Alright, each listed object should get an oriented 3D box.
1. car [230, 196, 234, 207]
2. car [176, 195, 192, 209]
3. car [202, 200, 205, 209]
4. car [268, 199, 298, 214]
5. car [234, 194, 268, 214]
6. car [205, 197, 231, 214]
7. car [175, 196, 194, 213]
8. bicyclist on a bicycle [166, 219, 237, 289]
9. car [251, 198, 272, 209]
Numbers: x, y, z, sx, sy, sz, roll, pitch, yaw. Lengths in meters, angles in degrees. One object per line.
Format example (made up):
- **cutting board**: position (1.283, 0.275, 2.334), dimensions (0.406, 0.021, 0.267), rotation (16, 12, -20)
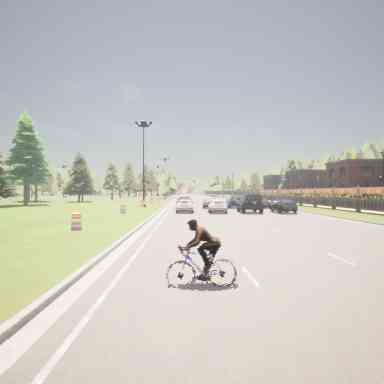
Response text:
- **car**: position (5.929, 1.352, 46.304), dimensions (2.097, 1.767, 4.553), rotation (0, 0, -1)
- **car**: position (-1.071, 1.352, 46.271), dimensions (2.097, 1.767, 4.553), rotation (0, 0, -1)
- **car**: position (2.432, 1.601, 45.794), dimensions (1.895, 1.301, 4.718), rotation (0, 0, -1)
- **car**: position (9.725, 1.491, 35.433), dimensions (2.128, 1.511, 4.902), rotation (0, 0, -1)
- **car**: position (6.211, 1.221, 35.827), dimensions (2.150, 2.045, 5.566), rotation (0, 0, 0)
- **car**: position (2.724, 1.526, 35.685), dimensions (1.812, 1.442, 4.674), rotation (0, 0, -1)
- **car**: position (-0.791, 1.526, 36.260), dimensions (1.812, 1.442, 4.674), rotation (0, 0, -1)
- **bicyclist on a bicycle**: position (0.203, 1.455, 7.737), dimensions (1.656, 1.620, 0.582), rotation (-2, 0, -1)
- **car**: position (9.441, 1.564, 45.422), dimensions (1.994, 1.385, 4.181), rotation (0, 0, -1)
